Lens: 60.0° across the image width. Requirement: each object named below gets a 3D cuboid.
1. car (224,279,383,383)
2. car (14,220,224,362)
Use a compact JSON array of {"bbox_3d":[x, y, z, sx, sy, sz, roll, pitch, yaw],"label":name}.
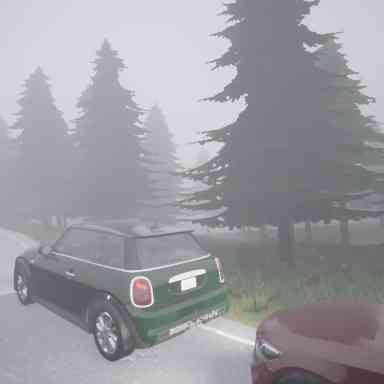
[{"bbox_3d":[2.753,1.531,2.593,4.674,1.442,1.812,1,0,36],"label":"car"},{"bbox_3d":[-1.577,1.308,6.213,4.553,1.767,2.097,1,1,44],"label":"car"}]
